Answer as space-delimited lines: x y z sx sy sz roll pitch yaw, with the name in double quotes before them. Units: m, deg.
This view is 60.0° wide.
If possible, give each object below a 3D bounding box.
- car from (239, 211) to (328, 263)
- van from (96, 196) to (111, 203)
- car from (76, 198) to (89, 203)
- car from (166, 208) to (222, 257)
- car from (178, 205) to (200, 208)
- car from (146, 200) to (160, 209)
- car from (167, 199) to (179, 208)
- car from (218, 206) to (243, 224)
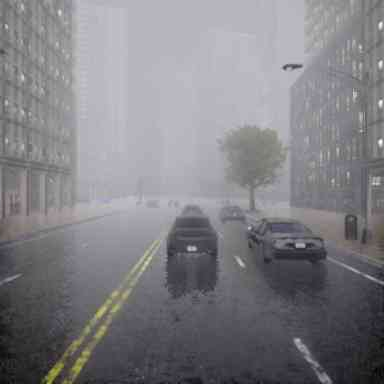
"car" 3.258 1.674 12.517 2.033 1.411 5.357 0 -1 0
"van" -22.657 1.963 84.338 3.998 1.788 1.690 0 0 1
"car" -28.197 2.142 84.384 4.507 1.381 1.887 0 0 1
"car" 0.018 1.644 13.487 1.837 1.490 4.892 0 0 0
"car" 0.020 1.811 28.883 1.812 1.442 4.674 0 0 0
"car" -6.576 2.081 56.856 2.033 1.411 5.357 0 0 0
"car" -3.316 2.045 59.243 2.128 1.511 4.902 0 0 0
"car" 3.255 1.820 27.488 2.033 1.411 5.357 0 -1 0
